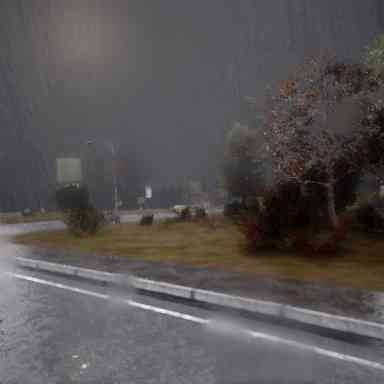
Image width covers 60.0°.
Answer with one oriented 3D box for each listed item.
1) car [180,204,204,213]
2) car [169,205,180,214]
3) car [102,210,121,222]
[{"bbox_3d":[0.537,3.035,61.335,2.128,1.511,4.902,-4,-3,32],"label":"car"},{"bbox_3d":[-2.501,3.230,63.071,1.882,1.535,5.008,-4,-3,32],"label":"car"},{"bbox_3d":[-8.997,2.464,32.913,1.994,1.385,4.181,-4,-2,32],"label":"car"}]
